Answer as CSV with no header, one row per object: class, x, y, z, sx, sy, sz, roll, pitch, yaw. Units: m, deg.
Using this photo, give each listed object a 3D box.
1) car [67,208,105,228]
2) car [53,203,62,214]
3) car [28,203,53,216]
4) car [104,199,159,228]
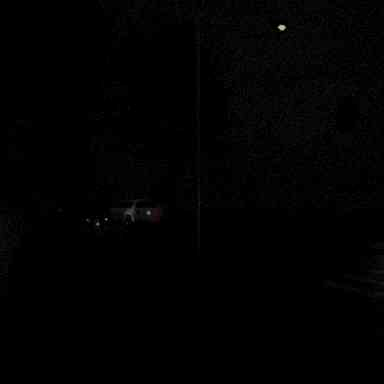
car,-8.290,1.969,26.090,2.033,1.411,5.357,0,-1,-35
car,-20.482,2.446,48.745,1.837,1.490,4.892,0,-1,-35
car,-19.703,2.316,42.643,1.882,1.535,5.008,0,-1,-35
car,-4.633,1.608,26.002,2.150,2.045,5.566,0,-1,-35
